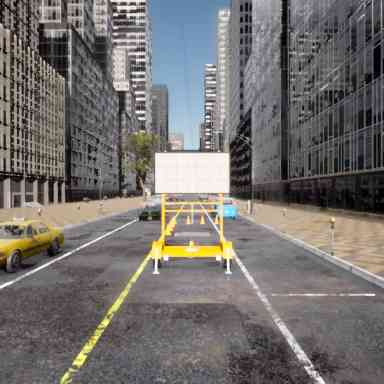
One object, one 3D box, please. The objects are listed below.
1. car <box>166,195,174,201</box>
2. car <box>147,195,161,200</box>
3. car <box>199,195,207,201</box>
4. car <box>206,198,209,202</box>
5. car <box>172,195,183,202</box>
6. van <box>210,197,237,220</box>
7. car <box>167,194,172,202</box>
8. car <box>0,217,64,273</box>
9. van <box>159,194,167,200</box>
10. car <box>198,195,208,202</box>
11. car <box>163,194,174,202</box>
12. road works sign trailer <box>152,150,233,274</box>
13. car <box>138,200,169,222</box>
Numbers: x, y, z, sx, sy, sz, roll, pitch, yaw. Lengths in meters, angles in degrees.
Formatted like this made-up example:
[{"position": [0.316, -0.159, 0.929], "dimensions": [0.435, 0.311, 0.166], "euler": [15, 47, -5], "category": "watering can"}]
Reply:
[{"position": [-5.613, 1.541, 84.360], "dimensions": [1.752, 1.417, 4.829], "euler": [0, 0, 0], "category": "car"}, {"position": [-5.651, 1.531, 44.684], "dimensions": [1.752, 1.417, 4.829], "euler": [0, 0, 0], "category": "car"}, {"position": [2.768, 1.561, 84.521], "dimensions": [1.887, 1.381, 4.507], "euler": [0, 0, 0], "category": "car"}, {"position": [2.719, 1.529, 33.678], "dimensions": [1.752, 1.417, 4.829], "euler": [0, 0, 0], "category": "car"}, {"position": [-2.928, 1.562, 76.902], "dimensions": [2.033, 1.411, 5.357], "euler": [0, 0, 0], "category": "car"}, {"position": [2.713, 1.344, 27.841], "dimensions": [1.690, 1.788, 3.998], "euler": [0, 0, 0], "category": "van"}, {"position": [-5.628, 1.562, 67.526], "dimensions": [2.008, 1.369, 4.403], "euler": [0, 0, 0], "category": "car"}, {"position": [-5.683, 1.526, 10.676], "dimensions": [1.752, 1.417, 4.829], "euler": [0, 0, 0], "category": "car"}, {"position": [-5.640, 1.350, 56.190], "dimensions": [1.690, 1.788, 3.998], "euler": [0, 0, 0], "category": "van"}, {"position": [2.757, 1.564, 73.185], "dimensions": [2.008, 1.369, 4.403], "euler": [0, 0, 0], "category": "car"}, {"position": [-5.618, 1.330, 78.862], "dimensions": [2.192, 1.841, 5.009], "euler": [0, 0, 0], "category": "car"}, {"position": [0.009, 0.465, 10.577], "dimensions": [2.380, 3.560, 2.880], "euler": [0, 0, 0], "category": "road works sign trailer"}, {"position": [-3.076, 1.603, 26.564], "dimensions": [1.895, 1.301, 4.718], "euler": [0, 0, 0], "category": "car"}]
